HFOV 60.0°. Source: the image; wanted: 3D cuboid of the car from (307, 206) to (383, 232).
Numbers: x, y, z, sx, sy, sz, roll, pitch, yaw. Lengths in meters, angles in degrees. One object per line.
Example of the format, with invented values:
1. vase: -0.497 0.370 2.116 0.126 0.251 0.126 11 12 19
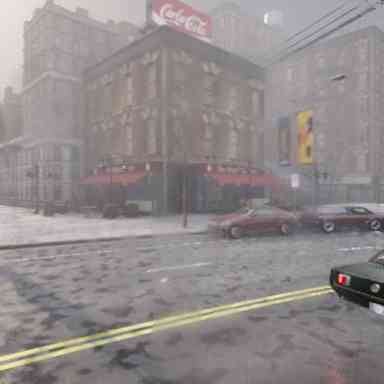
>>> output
1. car: 8.459 1.467 18.637 4.718 1.301 1.895 0 0 -13

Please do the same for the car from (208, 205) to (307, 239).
1. car: 3.096 1.410 16.616 4.674 1.452 2.002 0 0 -23

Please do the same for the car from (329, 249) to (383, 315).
1. car: 4.967 1.556 6.195 4.718 1.301 1.895 0 0 -25
